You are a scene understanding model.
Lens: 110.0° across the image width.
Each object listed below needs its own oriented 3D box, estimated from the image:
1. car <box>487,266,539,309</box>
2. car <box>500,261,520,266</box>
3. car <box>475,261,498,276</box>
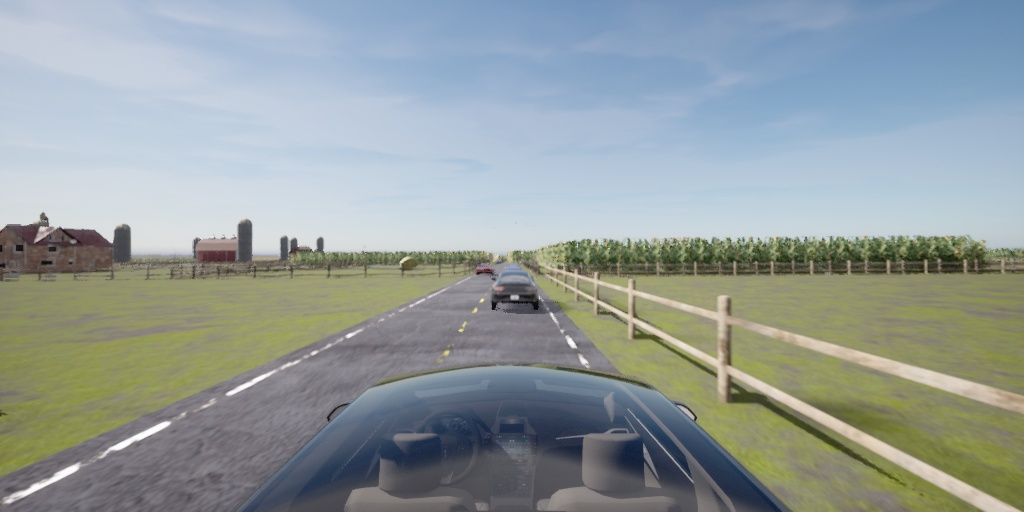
[{"bbox_3d":[0.101,1.323,15.107,1.812,1.442,4.674,0,0,0],"label":"car"},{"bbox_3d":[0.098,1.424,36.466,2.033,1.411,5.357,0,0,0],"label":"car"},{"bbox_3d":[-2.845,1.486,38.853,1.895,1.301,4.718,0,0,0],"label":"car"}]
